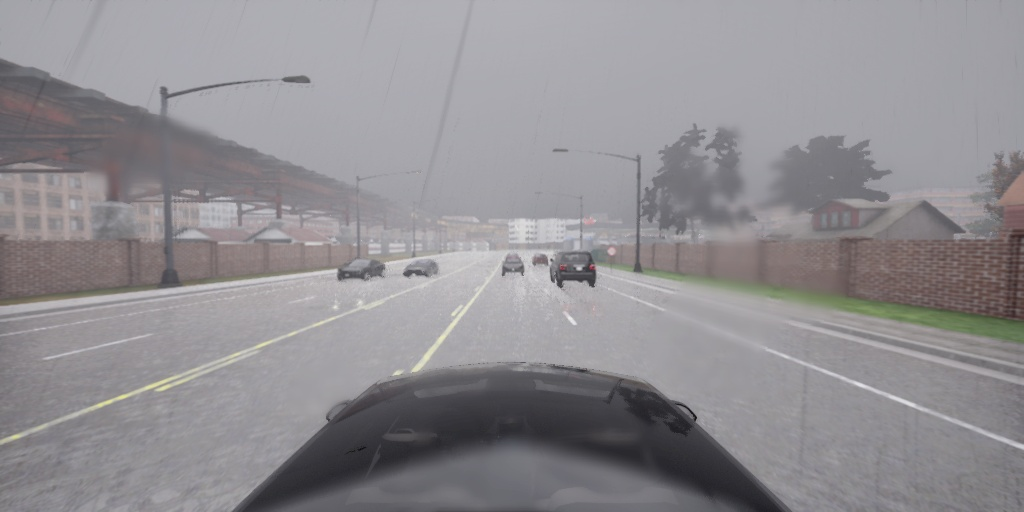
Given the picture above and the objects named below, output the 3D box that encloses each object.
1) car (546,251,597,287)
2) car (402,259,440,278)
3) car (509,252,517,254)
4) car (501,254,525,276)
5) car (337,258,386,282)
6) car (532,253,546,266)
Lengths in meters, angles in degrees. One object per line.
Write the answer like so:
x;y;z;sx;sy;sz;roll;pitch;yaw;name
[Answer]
3.594;0.724;21.841;2.150;2.045;5.566;0;1;0;car
-7.095;0.928;28.612;2.033;1.411;5.357;0;1;0;car
0.086;0.103;56.933;1.994;1.385;4.181;0;2;0;car
0.092;0.823;30.882;2.128;1.511;4.902;0;1;0;car
-10.592;0.917;25.544;1.882;1.535;5.008;0;1;0;car
3.587;0.383;46.122;1.882;1.535;5.008;0;2;0;car
